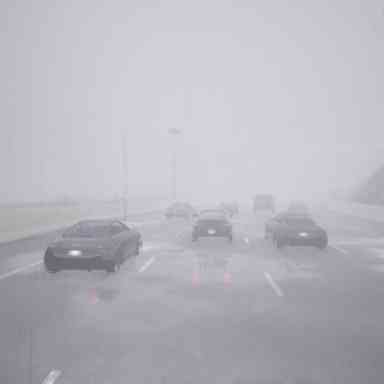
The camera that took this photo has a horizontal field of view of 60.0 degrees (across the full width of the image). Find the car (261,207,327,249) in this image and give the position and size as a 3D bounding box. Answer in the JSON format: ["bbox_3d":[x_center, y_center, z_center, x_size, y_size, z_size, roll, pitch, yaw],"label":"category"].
[{"bbox_3d":[4.407,1.574,14.612,1.994,1.385,4.181,0,0,5],"label":"car"}]

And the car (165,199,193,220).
[{"bbox_3d":[-0.881,1.545,28.250,2.033,1.411,5.357,0,0,10],"label":"car"}]

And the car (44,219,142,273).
[{"bbox_3d":[-2.933,1.557,10.676,1.994,1.385,4.181,0,0,3],"label":"car"}]

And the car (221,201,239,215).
[{"bbox_3d":[3.833,1.610,34.208,1.895,1.301,4.718,0,0,12],"label":"car"}]

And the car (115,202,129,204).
[{"bbox_3d":[-12.498,1.518,55.453,2.033,1.411,5.357,0,0,17],"label":"car"}]

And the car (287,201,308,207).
[{"bbox_3d":[11.528,1.628,36.573,1.895,1.301,4.718,0,0,13],"label":"car"}]

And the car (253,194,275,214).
[{"bbox_3d":[7.847,1.240,36.166,2.150,2.045,5.566,0,0,13],"label":"car"}]

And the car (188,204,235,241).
[{"bbox_3d":[1.074,1.528,16.526,1.812,1.442,4.674,0,0,6],"label":"car"}]
